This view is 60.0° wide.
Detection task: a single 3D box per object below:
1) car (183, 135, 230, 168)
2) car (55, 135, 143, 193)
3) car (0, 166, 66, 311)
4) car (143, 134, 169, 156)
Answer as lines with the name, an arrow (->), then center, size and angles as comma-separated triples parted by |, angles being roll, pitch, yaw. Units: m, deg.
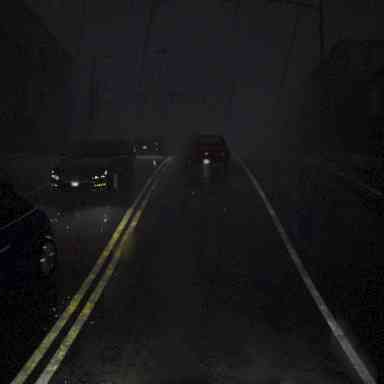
car -> 0.680, -1.973, 15.379 | 1.895, 1.301, 4.718 | 0, 12, 3
car -> -3.173, -1.106, 11.490 | 1.837, 1.490, 4.892 | 0, 16, 2
car -> -3.489, 0.918, 3.900 | 2.097, 1.767, 4.553 | 0, 12, 2
car -> -2.671, -3.047, 21.486 | 1.994, 1.385, 4.181 | 0, 7, 3
